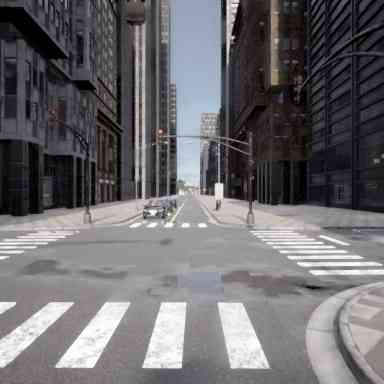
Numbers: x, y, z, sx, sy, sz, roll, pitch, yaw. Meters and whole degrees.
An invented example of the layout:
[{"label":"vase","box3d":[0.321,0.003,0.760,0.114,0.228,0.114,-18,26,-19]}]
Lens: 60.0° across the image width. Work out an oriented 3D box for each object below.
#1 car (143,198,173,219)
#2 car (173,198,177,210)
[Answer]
[{"label":"car","box3d":[-3.164,1.501,29.401,2.128,1.511,4.902,0,0,0]},{"label":"car","box3d":[-3.179,1.578,38.534,1.994,1.385,4.181,0,0,0]}]
